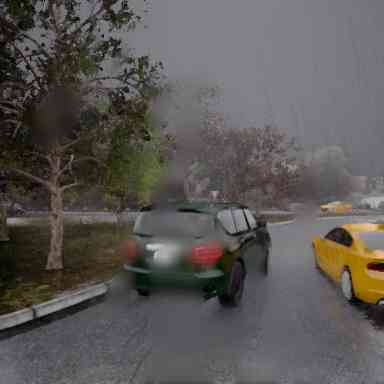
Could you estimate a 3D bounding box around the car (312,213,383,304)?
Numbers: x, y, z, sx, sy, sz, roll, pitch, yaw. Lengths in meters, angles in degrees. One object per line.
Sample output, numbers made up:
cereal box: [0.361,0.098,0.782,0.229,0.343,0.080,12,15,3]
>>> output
car: [4.306,1.512,8.136,1.882,1.535,5.008,0,0,8]

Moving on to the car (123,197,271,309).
car: [0.507,1.256,8.327,2.150,2.045,5.566,0,-1,23]

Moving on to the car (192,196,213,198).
car: [0.681,1.472,34.994,5.566,2.045,2.150,1,0,-19]

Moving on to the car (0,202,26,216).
car: [-19.531,1.748,34.159,4.674,1.442,1.812,0,-1,-1]

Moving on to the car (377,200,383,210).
car: [32.330,2.161,55.322,2.097,1.767,4.553,0,-1,38]

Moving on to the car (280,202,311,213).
car: [13.846,2.070,44.385,4.181,1.385,1.994,1,-1,-28]

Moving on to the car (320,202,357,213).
car: [18.837,2.042,43.432,5.008,1.535,1.882,1,-1,-31]

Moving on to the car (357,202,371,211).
car: [28.668,2.371,55.949,1.994,1.385,4.181,0,-1,40]

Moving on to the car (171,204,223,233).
car: [0.162,1.614,22.053,1.882,1.535,5.008,0,0,-18]

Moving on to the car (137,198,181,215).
car: [-3.635,1.600,36.772,4.553,1.767,2.097,0,-1,-15]
